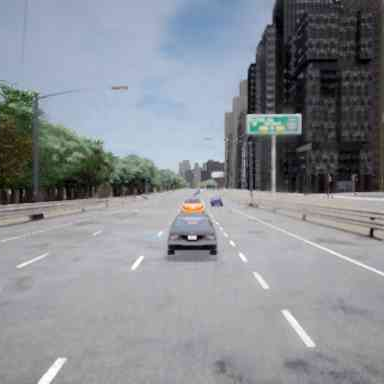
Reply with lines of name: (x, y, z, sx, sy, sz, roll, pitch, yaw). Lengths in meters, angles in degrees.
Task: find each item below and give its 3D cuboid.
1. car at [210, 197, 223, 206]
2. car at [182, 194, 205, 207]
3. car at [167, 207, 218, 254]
car: (3.895, 1.477, 53.455, 1.812, 1.442, 4.674, 0, 0, 1)
car: (0.098, 1.359, 31.196, 2.097, 1.767, 4.553, 0, 0, 0)
car: (0.017, 1.561, 13.554, 2.033, 1.411, 5.357, 0, 0, 0)
